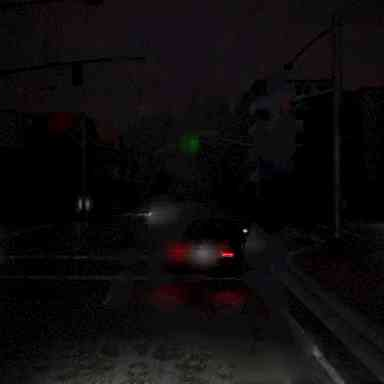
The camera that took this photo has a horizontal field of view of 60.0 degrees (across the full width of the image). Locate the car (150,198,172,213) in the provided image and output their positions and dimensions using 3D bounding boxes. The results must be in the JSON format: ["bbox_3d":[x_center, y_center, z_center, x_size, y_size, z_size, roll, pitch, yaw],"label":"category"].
[{"bbox_3d":[-3.591,1.560,37.563,1.812,1.442,4.674,0,0,0],"label":"car"}]

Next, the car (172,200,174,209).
[{"bbox_3d":[-3.571,1.569,47.303,1.812,1.442,4.674,0,0,0],"label":"car"}]

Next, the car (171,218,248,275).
[{"bbox_3d":[0.720,1.546,10.572,2.033,1.411,5.357,1,1,10],"label":"car"}]
